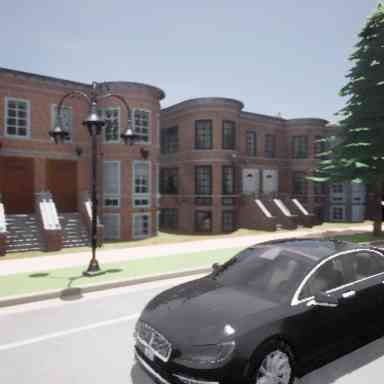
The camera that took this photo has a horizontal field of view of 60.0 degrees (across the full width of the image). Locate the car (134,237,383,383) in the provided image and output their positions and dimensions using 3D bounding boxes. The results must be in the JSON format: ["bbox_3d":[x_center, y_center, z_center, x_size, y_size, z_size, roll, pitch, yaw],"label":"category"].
[{"bbox_3d":[1.547,1.509,4.968,4.892,1.490,1.837,0,0,-34],"label":"car"}]
